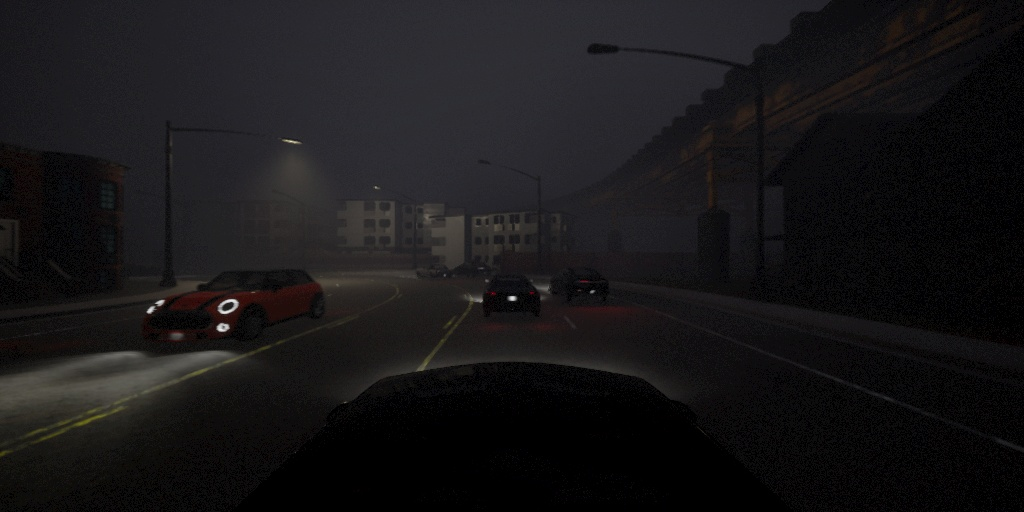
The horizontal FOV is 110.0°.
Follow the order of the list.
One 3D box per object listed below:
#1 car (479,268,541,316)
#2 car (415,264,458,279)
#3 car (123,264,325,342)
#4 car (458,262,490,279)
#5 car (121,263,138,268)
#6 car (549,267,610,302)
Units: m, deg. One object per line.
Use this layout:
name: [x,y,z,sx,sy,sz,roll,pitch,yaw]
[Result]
car: [-0.097,1.344,13.564,1.994,1.385,4.181,0,0,-3]
car: [-7.288,1.431,33.309,1.895,1.301,4.718,0,0,-38]
car: [-7.164,1.123,9.867,2.097,1.767,4.553,0,0,-1]
car: [-3.857,1.325,34.423,2.128,1.511,4.902,0,0,-36]
car: [-40.526,1.450,38.524,4.718,1.301,1.895,0,0,2]
car: [3.075,1.281,17.223,2.128,1.511,4.902,0,0,-6]
